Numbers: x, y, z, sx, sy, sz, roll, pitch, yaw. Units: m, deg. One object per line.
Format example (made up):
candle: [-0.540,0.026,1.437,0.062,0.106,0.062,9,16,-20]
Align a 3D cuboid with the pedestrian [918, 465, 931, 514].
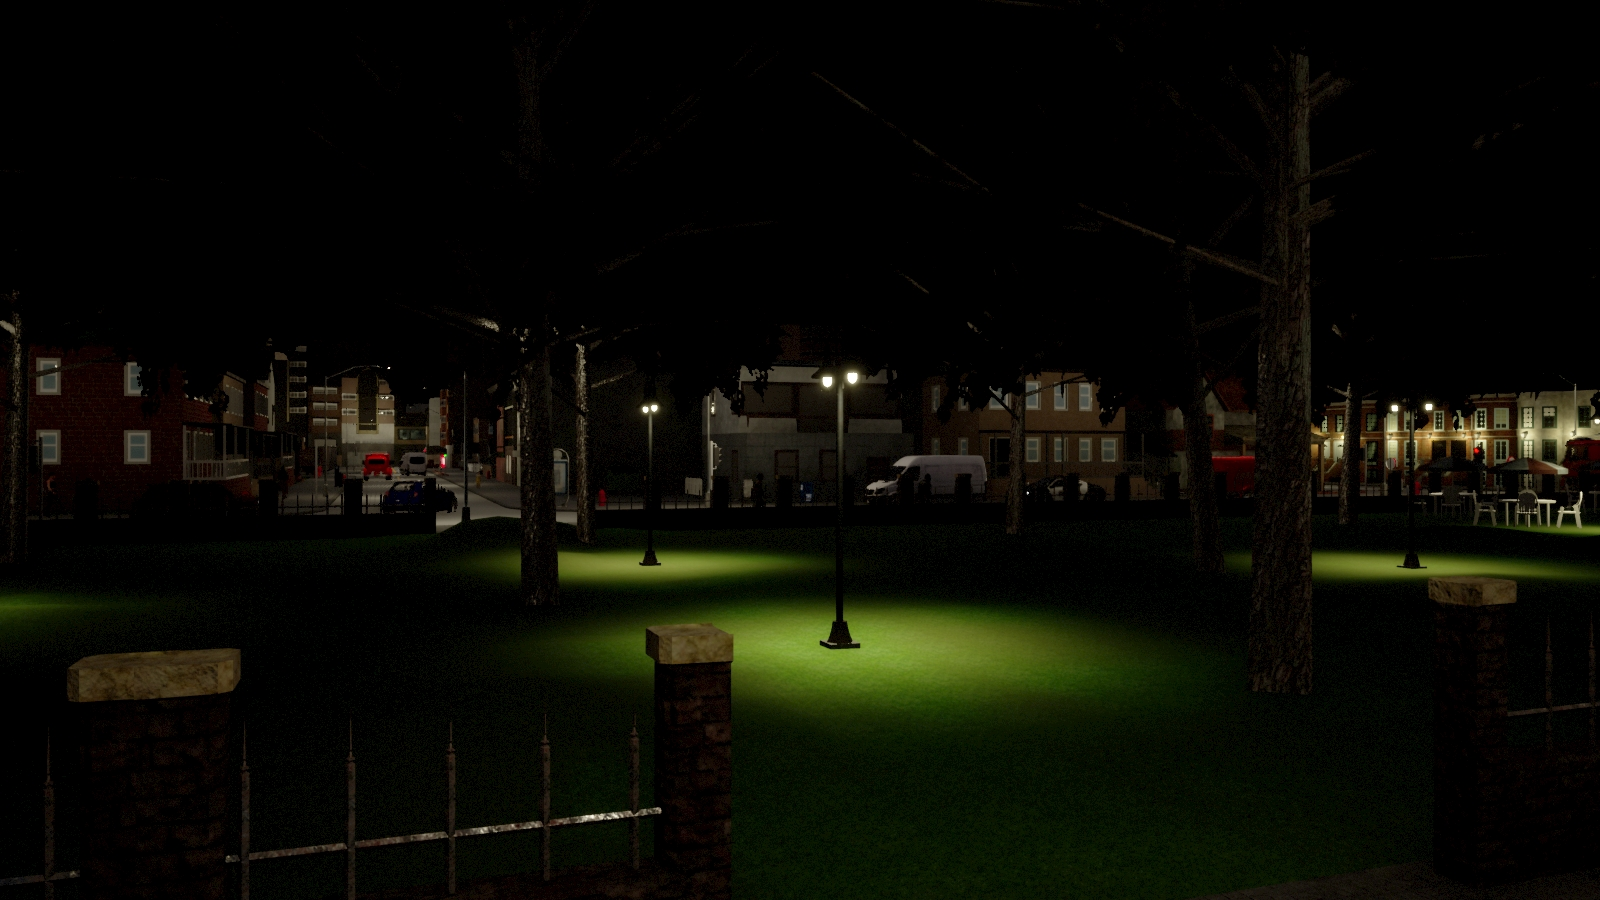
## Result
pedestrian: [4.780,1.525,43.875,0.375,1.860,0.375,0,0,-18]

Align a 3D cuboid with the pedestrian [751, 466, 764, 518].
pedestrian: [-1.541,1.525,41.555,0.375,1.860,0.375,0,0,-20]

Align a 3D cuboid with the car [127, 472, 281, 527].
car: [-20.831,1.686,40.152,4.553,1.767,2.097,0,0,-20]
